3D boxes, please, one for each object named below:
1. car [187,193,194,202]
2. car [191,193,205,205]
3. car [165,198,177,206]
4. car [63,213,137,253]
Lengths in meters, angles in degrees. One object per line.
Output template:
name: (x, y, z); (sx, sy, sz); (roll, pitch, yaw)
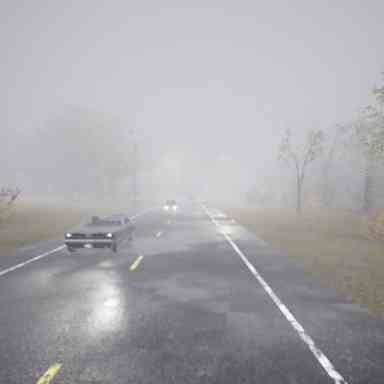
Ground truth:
car: (0.016, 1.149, 75.022); (2.150, 2.045, 5.566); (0, 0, 0)
car: (1.236, 1.471, 57.405); (1.801, 1.575, 5.366); (0, 0, 0)
car: (-3.536, 1.614, 56.209); (1.895, 1.301, 4.718); (0, 0, 1)
car: (-3.599, 1.586, 13.788); (1.895, 1.301, 4.718); (0, 0, 0)
